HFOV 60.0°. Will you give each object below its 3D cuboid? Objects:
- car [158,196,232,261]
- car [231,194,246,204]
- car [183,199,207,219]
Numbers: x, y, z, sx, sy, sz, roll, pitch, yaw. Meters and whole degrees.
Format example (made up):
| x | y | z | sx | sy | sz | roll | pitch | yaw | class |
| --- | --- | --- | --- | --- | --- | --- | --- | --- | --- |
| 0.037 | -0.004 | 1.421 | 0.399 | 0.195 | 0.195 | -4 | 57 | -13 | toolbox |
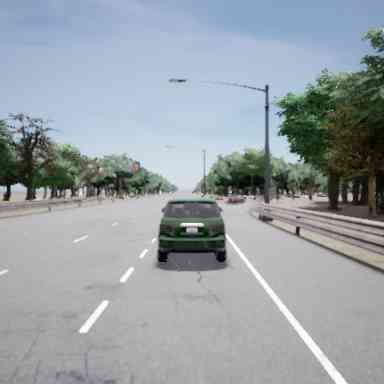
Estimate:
| x | y | z | sx | sy | sz | roll | pitch | yaw | class |
| --- | --- | --- | --- | --- | --- | --- | --- | --- | --- |
| 0.002 | 1.199 | 12.341 | 2.150 | 2.045 | 5.566 | 0 | 0 | 0 | car |
| 7.917 | 1.239 | 58.554 | 2.097 | 1.767 | 4.553 | 0 | 0 | 25 | car |
| 0.357 | 1.451 | 29.437 | 1.837 | 1.490 | 4.892 | -1 | 0 | 5 | car |
